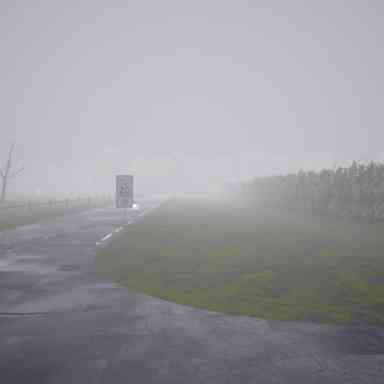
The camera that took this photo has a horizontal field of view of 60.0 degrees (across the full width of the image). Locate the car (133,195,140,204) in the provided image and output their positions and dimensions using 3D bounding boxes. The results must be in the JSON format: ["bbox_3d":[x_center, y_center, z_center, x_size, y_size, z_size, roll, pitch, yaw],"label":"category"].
[{"bbox_3d":[-9.423,1.145,52.368,1.895,1.301,4.718,1,0,-2],"label":"car"}]
